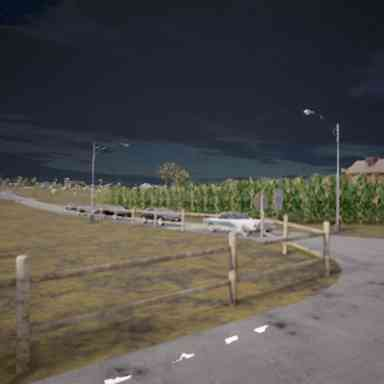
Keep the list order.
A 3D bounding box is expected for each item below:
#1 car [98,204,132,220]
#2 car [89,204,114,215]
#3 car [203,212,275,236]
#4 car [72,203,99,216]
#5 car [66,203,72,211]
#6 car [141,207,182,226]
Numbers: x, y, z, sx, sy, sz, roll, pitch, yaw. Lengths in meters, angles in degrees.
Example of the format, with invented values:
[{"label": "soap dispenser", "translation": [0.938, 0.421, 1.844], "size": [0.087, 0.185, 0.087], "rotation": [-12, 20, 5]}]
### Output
[{"label": "car", "translation": [-8.111, 2.189, 35.941], "size": [1.882, 1.535, 5.008], "rotation": [3, -3, -35]}, {"label": "car", "translation": [-13.206, 2.486, 48.209], "size": [1.882, 1.535, 5.008], "rotation": [3, -3, -35]}, {"label": "car", "translation": [2.809, 1.921, 20.601], "size": [1.895, 1.301, 4.718], "rotation": [3, -3, -37]}, {"label": "car", "translation": [-13.814, 2.360, 44.036], "size": [2.128, 1.511, 4.902], "rotation": [3, -2, -35]}, {"label": "car", "translation": [-21.055, 2.599, 59.279], "size": [1.994, 1.385, 4.181], "rotation": [3, -1, -35]}, {"label": "car", "translation": [-2.630, 2.023, 28.207], "size": [1.837, 1.490, 4.892], "rotation": [3, -3, -35]}]
